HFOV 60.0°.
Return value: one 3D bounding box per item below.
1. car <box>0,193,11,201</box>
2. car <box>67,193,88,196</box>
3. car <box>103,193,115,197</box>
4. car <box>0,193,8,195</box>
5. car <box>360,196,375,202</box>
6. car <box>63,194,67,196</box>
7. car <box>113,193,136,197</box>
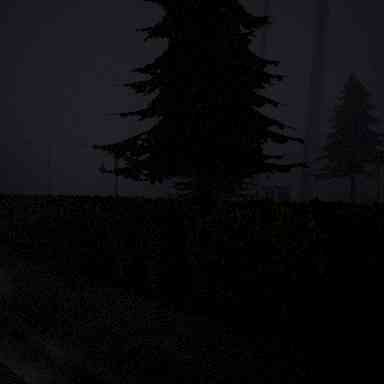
[{"bbox_3d":[-41.765,1.097,71.634,4.605,1.855,1.932,0,0,-45],"label":"car"},{"bbox_3d":[-27.175,1.154,81.593,5.027,1.636,2.152,0,0,-45],"label":"car"},{"bbox_3d":[-15.867,1.097,70.694,4.605,1.855,1.932,0,0,-45],"label":"car"},{"bbox_3d":[-23.711,1.330,41.282,5.027,1.636,2.152,0,0,-45],"label":"car"},{"bbox_3d":[40.027,1.540,75.748,2.033,1.411,5.357,0,0,45],"label":"car"},{"bbox_3d":[-31.908,1.232,85.939,3.806,1.475,1.970,0,0,-45],"label":"car"},{"bbox_3d":[-10.306,1.384,54.272,3.806,1.475,1.970,0,0,-45],"label":"car"}]
